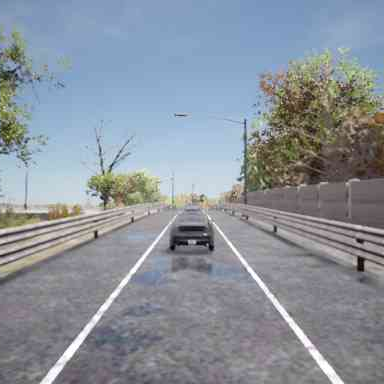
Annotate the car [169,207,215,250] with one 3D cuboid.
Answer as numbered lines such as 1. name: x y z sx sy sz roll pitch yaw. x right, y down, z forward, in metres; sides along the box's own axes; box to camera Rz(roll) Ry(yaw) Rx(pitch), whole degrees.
1. car: 0.006 1.656 15.082 1.837 1.490 4.892 0 0 0

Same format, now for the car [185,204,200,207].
1. car: 0.009 1.822 30.193 1.812 1.442 4.674 0 0 0
